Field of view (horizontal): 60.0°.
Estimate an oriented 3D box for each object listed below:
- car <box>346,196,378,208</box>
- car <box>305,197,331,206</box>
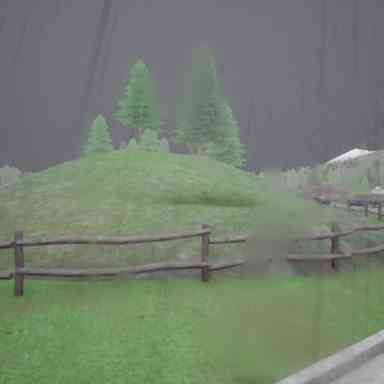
[{"bbox_3d":[24.825,1.349,48.726,2.097,1.767,4.553,0,0,-16],"label":"car"},{"bbox_3d":[20.061,1.502,53.074,1.837,1.490,4.892,0,0,-15],"label":"car"}]
